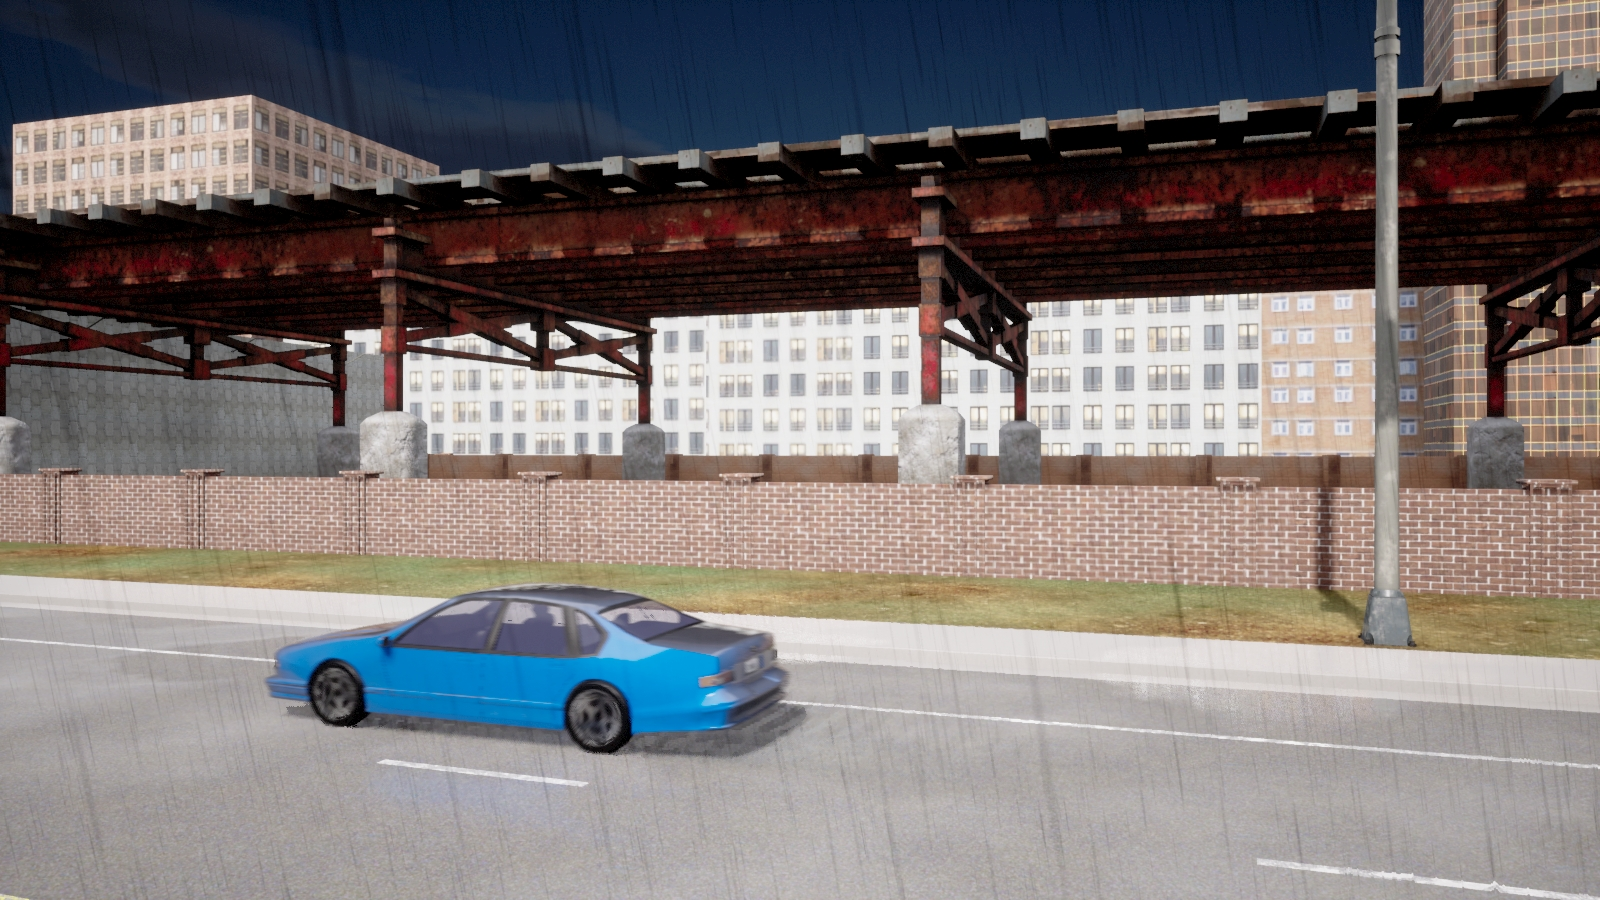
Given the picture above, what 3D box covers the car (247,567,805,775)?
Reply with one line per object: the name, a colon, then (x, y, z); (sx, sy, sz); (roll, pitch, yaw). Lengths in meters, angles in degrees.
car: (-2.814, 2.106, 11.767); (5.357, 1.411, 2.033); (0, 0, 20)
